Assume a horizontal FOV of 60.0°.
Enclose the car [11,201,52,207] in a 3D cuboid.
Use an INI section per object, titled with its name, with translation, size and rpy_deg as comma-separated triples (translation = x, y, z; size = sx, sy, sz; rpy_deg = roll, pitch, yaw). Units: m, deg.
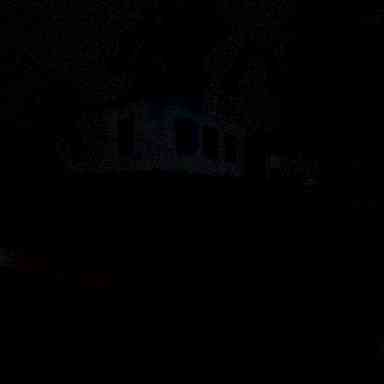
[car]
translation = -14.643, 1.528, 29.155
size = 2.033, 1.411, 5.357
rpy_deg = 0, 0, 29
